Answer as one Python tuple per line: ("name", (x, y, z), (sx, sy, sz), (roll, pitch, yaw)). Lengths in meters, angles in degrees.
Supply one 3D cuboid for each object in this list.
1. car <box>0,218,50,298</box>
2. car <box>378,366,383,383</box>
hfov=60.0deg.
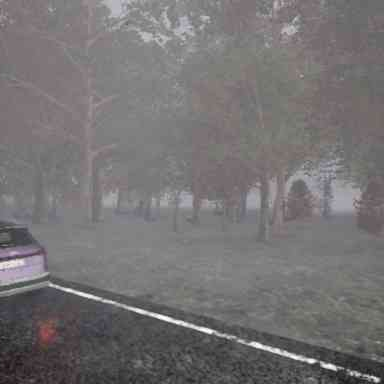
("car", (-4.995, 1.378, 7.150), (4.856, 1.649, 2.033), (-1, -2, 36))
("car", (3.084, 1.565, 1.502), (4.181, 1.385, 1.994), (0, 0, 36))
